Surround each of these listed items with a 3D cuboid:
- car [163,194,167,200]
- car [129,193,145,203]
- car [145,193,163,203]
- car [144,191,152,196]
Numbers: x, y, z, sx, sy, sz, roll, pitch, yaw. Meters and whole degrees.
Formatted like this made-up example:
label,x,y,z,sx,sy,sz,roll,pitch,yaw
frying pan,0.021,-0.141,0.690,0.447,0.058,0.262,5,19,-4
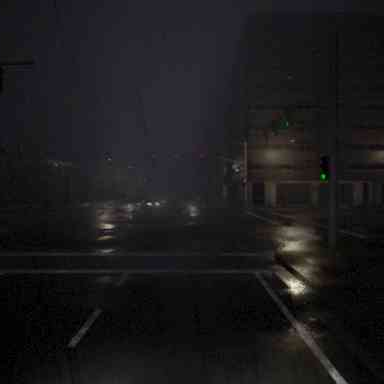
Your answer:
label,x,y,z,sx,sy,sz,roll,pitch,yaw
car,-7.001,1.158,78.555,2.128,1.511,4.902,0,0,0
car,-10.523,1.282,62.208,1.812,1.442,4.674,0,0,1
car,-7.019,1.358,62.175,1.895,1.301,4.718,0,0,1
car,-10.501,0.859,78.525,2.150,2.045,5.566,0,0,0
